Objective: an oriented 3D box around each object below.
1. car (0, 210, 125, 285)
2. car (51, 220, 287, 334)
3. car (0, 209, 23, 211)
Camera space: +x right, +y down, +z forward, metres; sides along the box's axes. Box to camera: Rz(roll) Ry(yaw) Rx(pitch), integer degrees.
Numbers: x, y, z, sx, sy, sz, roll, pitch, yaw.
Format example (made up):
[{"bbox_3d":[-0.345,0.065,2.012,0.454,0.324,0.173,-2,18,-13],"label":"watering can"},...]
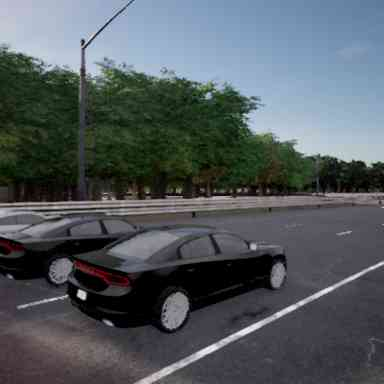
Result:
[{"bbox_3d":[-2.552,1.323,9.069,1.882,1.535,5.008,2,1,45],"label":"car"},{"bbox_3d":[0.091,1.390,6.765,1.882,1.535,5.008,2,1,45],"label":"car"},{"bbox_3d":[-5.573,1.305,10.994,1.812,1.442,4.674,2,1,45],"label":"car"}]
